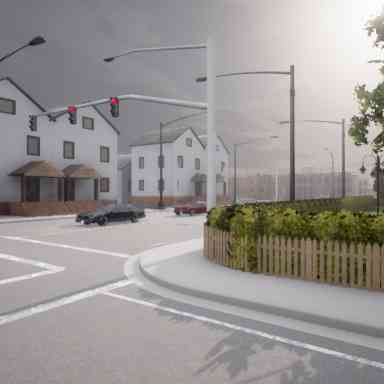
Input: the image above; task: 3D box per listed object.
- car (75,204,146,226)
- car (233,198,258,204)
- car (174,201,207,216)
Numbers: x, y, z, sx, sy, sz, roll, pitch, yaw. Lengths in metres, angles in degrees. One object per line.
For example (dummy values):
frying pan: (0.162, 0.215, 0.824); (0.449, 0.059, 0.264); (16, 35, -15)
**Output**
car: (-5.612, 1.547, 23.781); (2.033, 1.411, 5.357); (0, 0, 35)
car: (6.715, 1.503, 41.636); (1.837, 1.490, 4.892); (0, 0, 35)
car: (0.244, 1.601, 32.274); (1.895, 1.301, 4.718); (0, 0, 35)
